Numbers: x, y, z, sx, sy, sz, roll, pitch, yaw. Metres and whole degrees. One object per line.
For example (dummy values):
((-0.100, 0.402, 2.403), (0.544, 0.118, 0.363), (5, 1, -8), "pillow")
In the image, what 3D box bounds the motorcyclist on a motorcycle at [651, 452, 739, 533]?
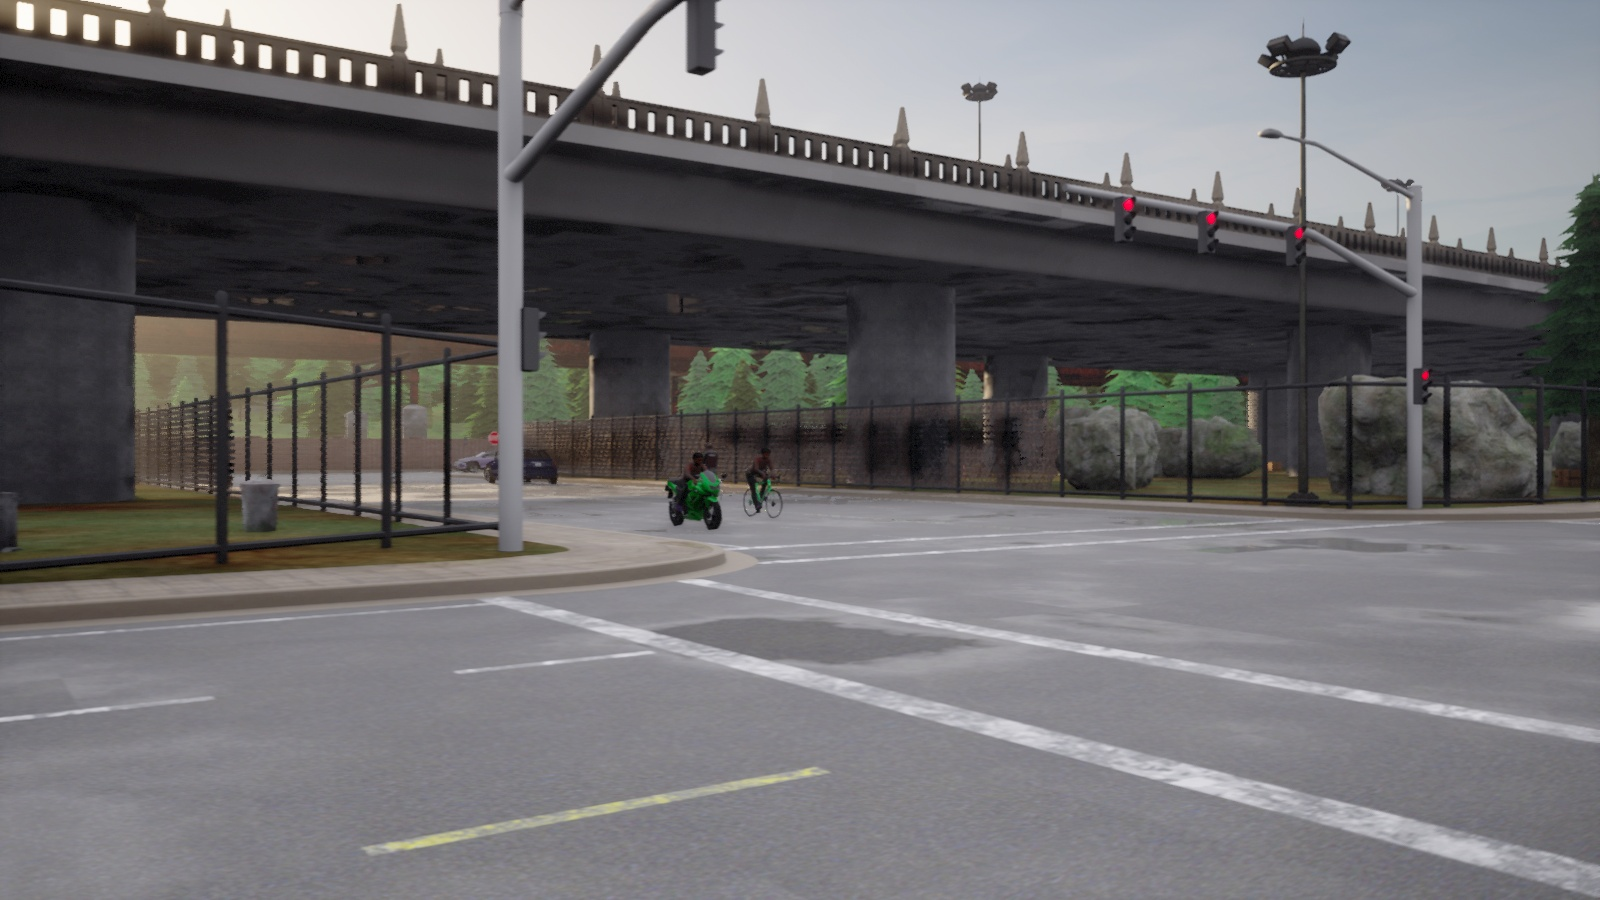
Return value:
((-2.101, 0.807, 24.879), (0.797, 1.523, 2.044), (0, 0, -35), "motorcyclist on a motorcycle")

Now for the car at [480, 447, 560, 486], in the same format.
((-13.212, 0.757, 59.087), (2.097, 1.767, 4.553), (0, 0, -35), "car")

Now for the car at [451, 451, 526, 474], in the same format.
((-22.455, 0.891, 90.508), (4.856, 1.649, 2.033), (0, 0, -34), "car")

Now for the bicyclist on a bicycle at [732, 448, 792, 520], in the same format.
((-0.901, 0.775, 29.264), (0.582, 1.620, 1.656), (0, 0, -35), "bicyclist on a bicycle")
